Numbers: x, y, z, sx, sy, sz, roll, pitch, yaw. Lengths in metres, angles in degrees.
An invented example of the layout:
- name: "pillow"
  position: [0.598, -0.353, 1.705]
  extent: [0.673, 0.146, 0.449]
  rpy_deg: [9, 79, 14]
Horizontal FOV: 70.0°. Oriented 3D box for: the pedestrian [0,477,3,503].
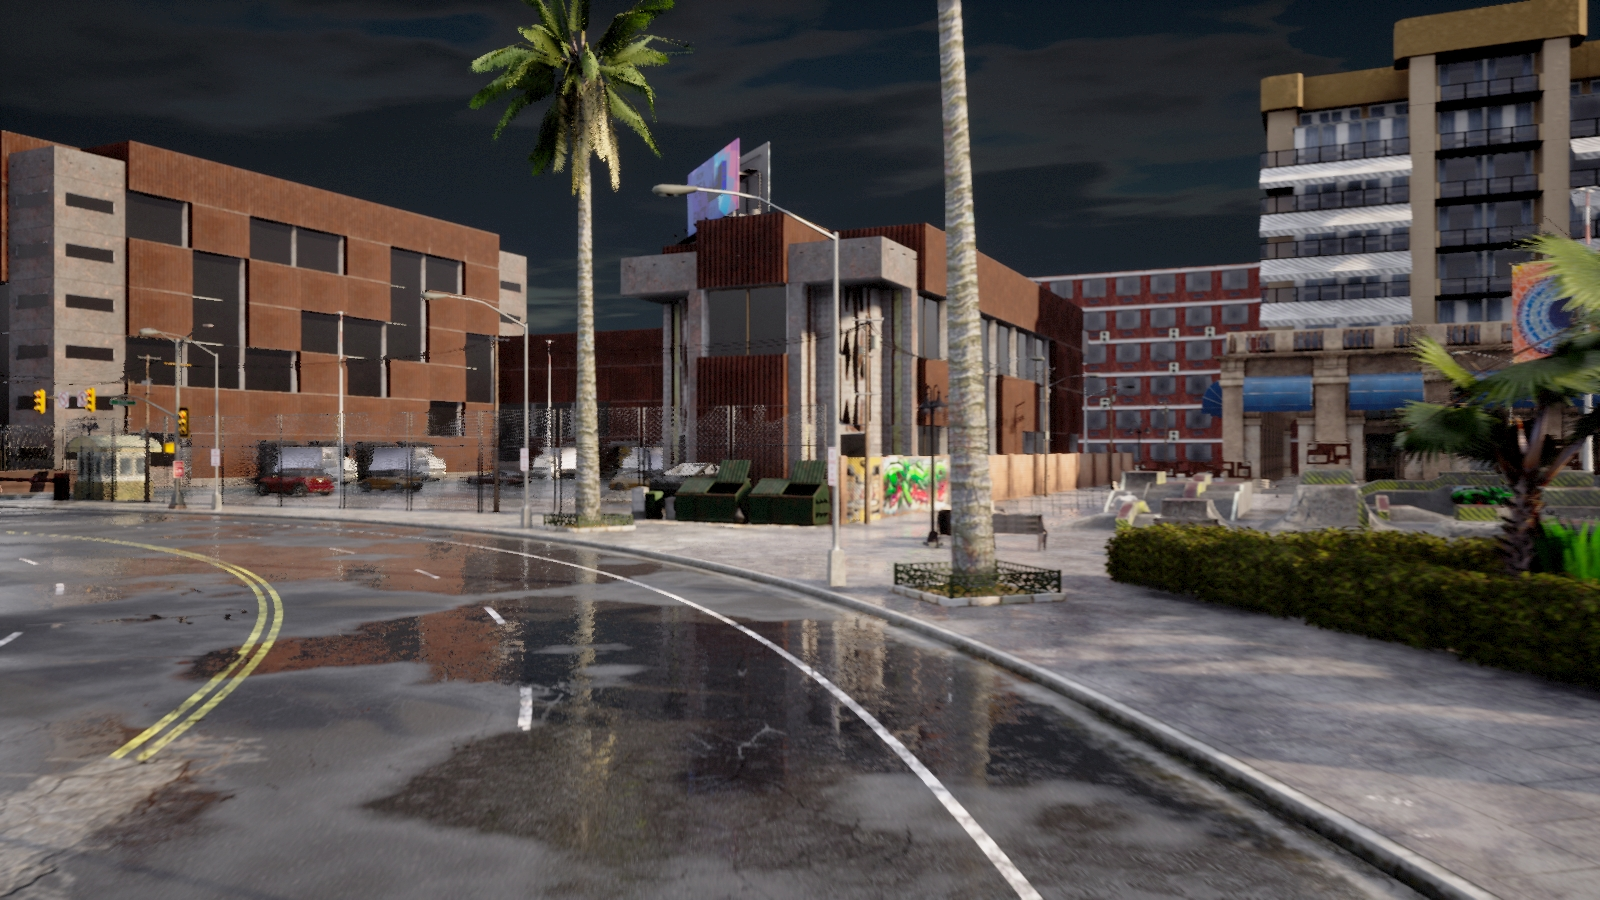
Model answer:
- name: "pedestrian"
  position: [-40.055, 1.988, 56.989]
  extent: [0.375, 1.300, 0.375]
  rpy_deg: [0, 0, 38]
